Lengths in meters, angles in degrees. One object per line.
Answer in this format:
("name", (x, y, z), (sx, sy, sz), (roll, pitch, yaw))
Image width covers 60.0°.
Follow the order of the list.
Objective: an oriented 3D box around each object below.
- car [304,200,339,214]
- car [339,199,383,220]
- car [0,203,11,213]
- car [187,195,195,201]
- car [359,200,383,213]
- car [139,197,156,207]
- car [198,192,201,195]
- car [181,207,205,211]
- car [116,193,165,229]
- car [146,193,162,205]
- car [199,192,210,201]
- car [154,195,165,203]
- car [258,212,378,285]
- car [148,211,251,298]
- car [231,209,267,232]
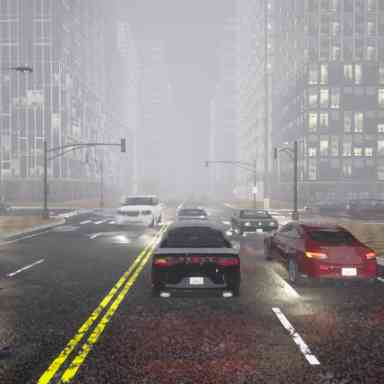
("car", (14.381, 1.586, 35.050), (4.902, 1.511, 2.128), (1, 1, 2))
("car", (16.108, 1.520, 29.192), (5.009, 1.841, 2.192), (1, 0, 1))
("car", (-20.084, 1.364, 32.263), (4.674, 1.442, 1.812), (1, 1, 1))
("car", (-0.258, 1.426, 80.972), (1.837, 1.490, 4.892), (0, 0, 0))
("car", (21.690, 1.643, 37.497), (4.829, 1.417, 1.752), (1, 0, 1))
("car", (-6.752, 1.528, 50.662), (1.994, 1.385, 4.181), (0, 0, 0))
("car", (2.963, 1.136, 90.389), (2.150, 2.045, 5.566), (0, 0, 0))
("car", (0.040, 1.538, 18.388), (2.033, 1.411, 5.357), (0, 0, 0))
("car", (-3.327, 1.205, 21.715), (2.150, 2.045, 5.566), (0, 0, 1))
("car", (-6.766, 1.176, 59.695), (2.150, 2.045, 5.566), (0, 0, 0))
("car", (3.001, 1.454, 78.499), (1.812, 1.442, 4.674), (0, 0, 0))
("car", (-6.723, 1.465, 69.835), (1.812, 1.442, 4.674), (0, 0, 0))
("car", (3.321, 1.521, 9.332), (1.812, 1.442, 4.674), (0, 0, 0))
("car", (0.069, 1.474, 8.567), (1.882, 1.535, 5.008), (0, 0, 0))
("car", (3.291, 1.591, 18.451), (1.895, 1.301, 4.718), (0, 0, 0))
